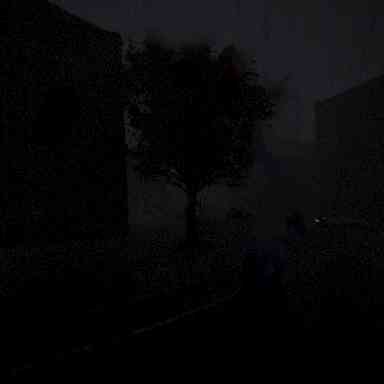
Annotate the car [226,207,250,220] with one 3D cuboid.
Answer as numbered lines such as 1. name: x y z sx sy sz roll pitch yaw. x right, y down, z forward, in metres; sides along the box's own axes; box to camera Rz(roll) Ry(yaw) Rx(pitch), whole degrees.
1. car: 5.878 2.719 43.067 1.882 1.535 5.008 -2 -2 -11

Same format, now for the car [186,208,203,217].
1. car: 0.241 3.177 52.526 2.033 1.411 5.357 -2 0 -11

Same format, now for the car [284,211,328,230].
1. car: 8.987 2.204 26.661 1.994 1.385 4.181 -2 -2 -9
